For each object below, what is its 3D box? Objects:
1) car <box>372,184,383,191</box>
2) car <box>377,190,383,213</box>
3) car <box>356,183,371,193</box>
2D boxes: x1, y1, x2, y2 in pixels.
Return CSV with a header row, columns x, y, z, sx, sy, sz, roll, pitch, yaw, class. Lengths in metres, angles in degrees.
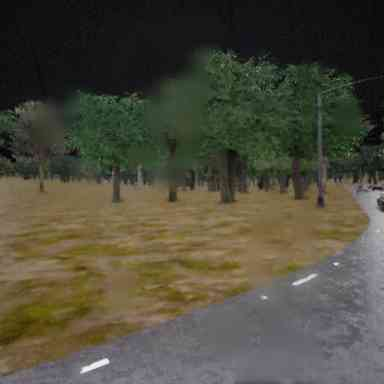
x,y,z,sx,sy,sz,roll,pitch,yaw,class
43.343,-1.054,77.796,1.882,1.535,5.008,0,1,24,car
14.627,0.765,24.083,1.895,1.301,4.718,0,2,25,car
32.107,-0.526,62.685,1.837,1.490,4.892,0,1,24,car
